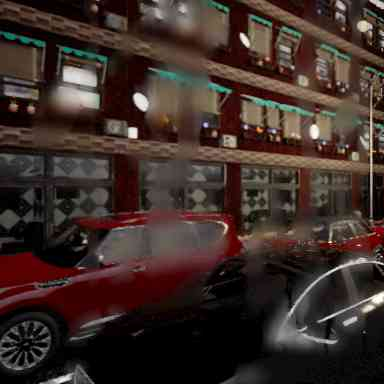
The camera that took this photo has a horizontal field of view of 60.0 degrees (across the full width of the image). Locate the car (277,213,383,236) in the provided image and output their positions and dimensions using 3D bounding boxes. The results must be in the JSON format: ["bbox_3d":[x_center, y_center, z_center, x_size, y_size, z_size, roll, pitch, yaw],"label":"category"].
[{"bbox_3d":[3.356,1.428,8.953,4.097,1.590,1.967,0,0,-36],"label":"car"}]

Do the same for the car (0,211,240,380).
[{"bbox_3d":[-1.231,1.311,5.679,5.009,1.841,2.192,0,0,-36],"label":"car"}]

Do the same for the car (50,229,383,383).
[{"bbox_3d":[1.115,1.499,4.052,4.892,1.490,1.837,0,0,-36],"label":"car"}]
